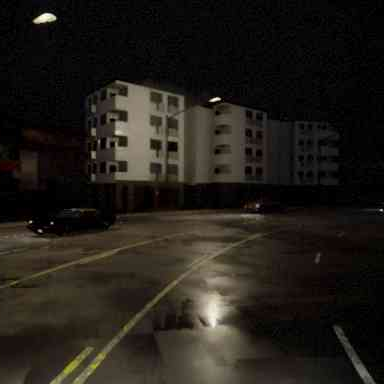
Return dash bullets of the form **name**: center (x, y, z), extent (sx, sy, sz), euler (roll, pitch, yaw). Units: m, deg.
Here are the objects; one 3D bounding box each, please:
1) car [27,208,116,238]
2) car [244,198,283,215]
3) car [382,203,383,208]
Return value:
- **car**: center (-6.247, 1.546, 17.761), extent (1.895, 1.301, 4.718), euler (0, 0, 26)
- **car**: center (7.487, 1.384, 34.727), extent (4.553, 1.767, 2.097), euler (0, 0, -38)
- **car**: center (28.326, 1.524, 45.409), extent (4.553, 1.767, 2.097), euler (0, 0, -15)
